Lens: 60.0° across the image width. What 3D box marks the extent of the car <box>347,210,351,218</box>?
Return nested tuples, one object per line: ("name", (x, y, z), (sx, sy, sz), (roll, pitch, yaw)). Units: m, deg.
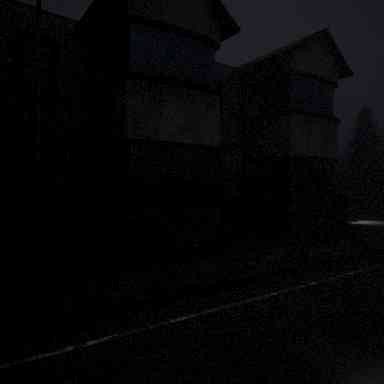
("car", (10.449, 1.506, 27.313), (1.837, 1.490, 4.892), (0, 0, -35))
